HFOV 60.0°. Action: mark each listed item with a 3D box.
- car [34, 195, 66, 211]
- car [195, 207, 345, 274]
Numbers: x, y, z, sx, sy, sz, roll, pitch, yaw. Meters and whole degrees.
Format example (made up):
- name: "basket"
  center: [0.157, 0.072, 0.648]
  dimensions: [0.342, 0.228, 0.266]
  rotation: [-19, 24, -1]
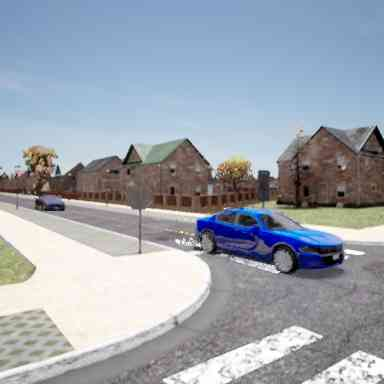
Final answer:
- name: "car"
  center: [-13.542, 0.999, 31.515]
  dimensions: [2.033, 1.411, 5.357]
  rotation: [0, 1, -36]
- name: "car"
  center: [2.101, 1.278, 10.259]
  dimensions: [1.882, 1.535, 5.008]
  rotation: [0, 1, -36]
